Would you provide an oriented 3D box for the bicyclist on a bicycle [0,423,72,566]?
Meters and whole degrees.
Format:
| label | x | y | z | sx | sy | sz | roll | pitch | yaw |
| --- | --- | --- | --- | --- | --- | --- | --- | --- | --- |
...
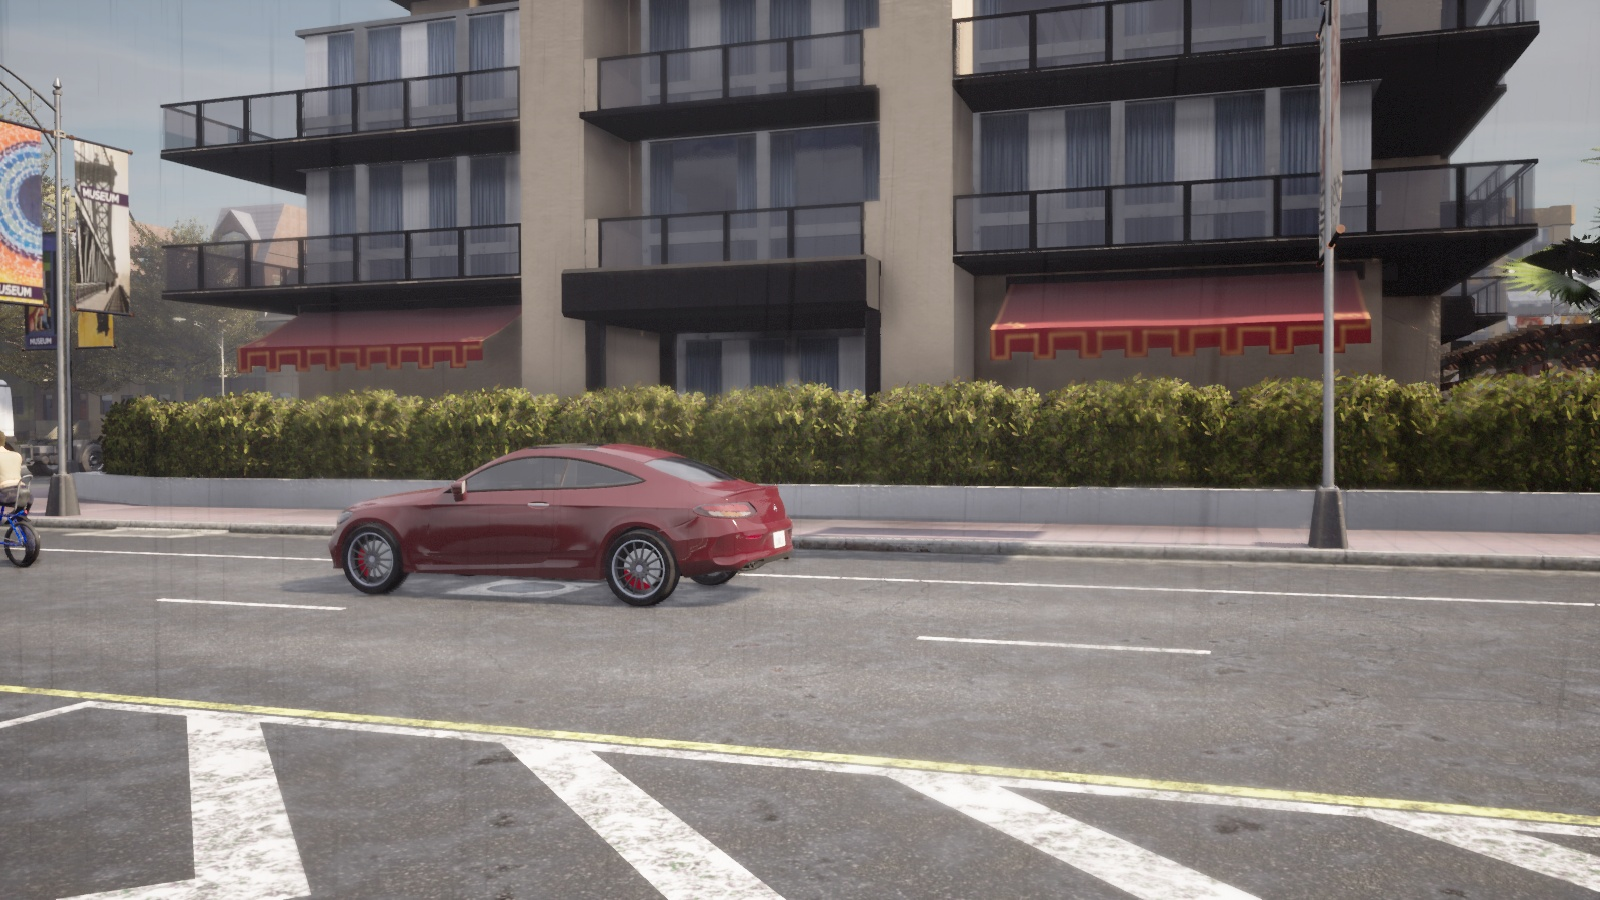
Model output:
| label | x | y | z | sx | sy | sz | roll | pitch | yaw |
| --- | --- | --- | --- | --- | --- | --- | --- | --- | --- |
| bicyclist on a bicycle | -9.546 | 0.490 | 14.820 | 1.509 | 1.612 | 0.866 | 1 | 1 | 19 |

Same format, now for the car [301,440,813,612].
| label | x | y | z | sx | sy | sz | roll | pitch | yaw |
| --- | --- | --- | --- | --- | --- | --- | --- | --- | --- |
| car | -2.382 | 0.645 | 12.406 | 4.674 | 1.442 | 1.812 | 1 | 1 | 19 |

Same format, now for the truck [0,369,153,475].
| label | x | y | z | sx | sy | sz | roll | pitch | yaw |
| --- | --- | --- | --- | --- | --- | --- | --- | --- | --- |
| truck | -26.963 | -0.960 | 43.957 | 2.891 | 3.462 | 7.936 | 1 | 1 | 18 |
